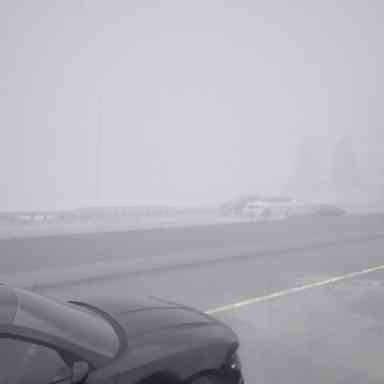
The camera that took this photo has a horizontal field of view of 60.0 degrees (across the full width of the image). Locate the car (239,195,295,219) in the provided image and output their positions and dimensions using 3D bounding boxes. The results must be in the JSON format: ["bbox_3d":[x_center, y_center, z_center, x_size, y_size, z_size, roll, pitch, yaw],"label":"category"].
[{"bbox_3d":[7.337,1.306,30.703,5.566,2.045,2.150,0,0,-35],"label":"car"}]

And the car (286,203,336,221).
[{"bbox_3d":[10.230,1.653,28.465,4.181,1.385,1.994,0,0,-35],"label":"car"}]

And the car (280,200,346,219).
[{"bbox_3d":[8.676,1.551,23.065,5.008,1.535,1.882,0,0,-35],"label":"car"}]

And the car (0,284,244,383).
[{"bbox_3d":[-1.802,1.477,2.459,5.008,1.535,1.882,0,0,-35],"label":"car"}]

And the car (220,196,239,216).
[{"bbox_3d":[5.419,1.306,33.633,5.566,2.045,2.150,0,0,-35],"label":"car"}]
